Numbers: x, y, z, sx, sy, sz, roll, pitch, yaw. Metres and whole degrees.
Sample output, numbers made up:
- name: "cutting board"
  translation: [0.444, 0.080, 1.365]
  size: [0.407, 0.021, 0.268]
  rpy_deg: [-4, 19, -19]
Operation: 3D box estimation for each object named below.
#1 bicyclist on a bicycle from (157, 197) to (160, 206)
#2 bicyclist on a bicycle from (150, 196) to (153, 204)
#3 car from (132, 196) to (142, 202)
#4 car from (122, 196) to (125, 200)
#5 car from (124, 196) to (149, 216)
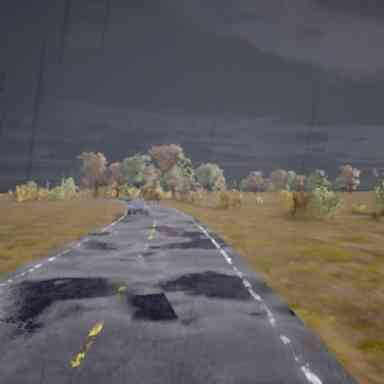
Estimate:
- name: "bicyclist on a bicycle"
  translation: [-6.018, 1.627, 59.107]
  size: [0.582, 1.620, 1.656]
  rpy_deg: [0, -1, -13]
- name: "bicyclist on a bicycle"
  translation: [-8.248, 1.577, 68.046]
  size: [0.659, 1.776, 1.843]
  rpy_deg: [0, 0, -15]
- name: "car"
  translation: [-13.851, 1.793, 83.828]
  size: [1.812, 1.442, 4.674]
  rpy_deg: [0, 0, -19]
- name: "car"
  translation: [-13.853, 1.738, 73.872]
  size: [1.895, 1.301, 4.718]
  rpy_deg: [0, 0, -16]
- name: "car"
  translation: [-5.531, 1.449, 34.392]
  size: [2.097, 1.767, 4.553]
  rpy_deg: [0, 0, -8]
